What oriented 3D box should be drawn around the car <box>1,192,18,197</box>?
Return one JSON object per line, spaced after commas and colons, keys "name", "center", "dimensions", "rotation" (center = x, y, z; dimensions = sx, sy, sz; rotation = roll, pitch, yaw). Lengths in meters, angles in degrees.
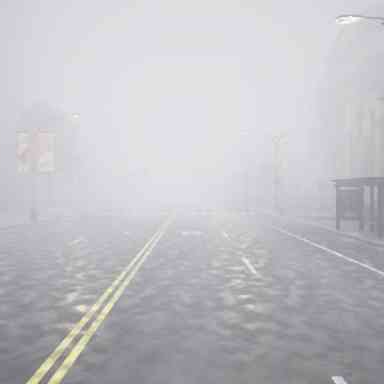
{"name": "car", "center": [-46.031, 1.316, 81.377], "dimensions": [4.674, 1.452, 2.002], "rotation": [0, 0, 0]}
